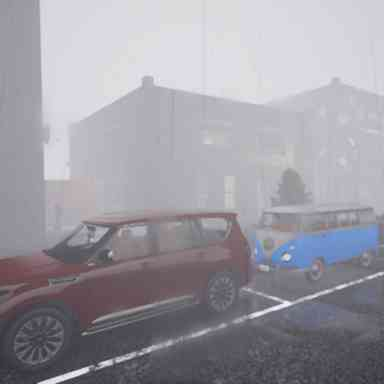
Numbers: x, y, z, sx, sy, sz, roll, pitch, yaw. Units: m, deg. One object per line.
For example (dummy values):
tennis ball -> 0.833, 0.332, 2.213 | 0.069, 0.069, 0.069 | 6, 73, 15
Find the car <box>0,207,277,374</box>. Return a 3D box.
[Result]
car -> -1.117, 1.280, 5.772 | 5.009, 1.841, 2.192 | -1, 0, -36

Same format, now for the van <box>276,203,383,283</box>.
van -> 3.397, 1.221, 8.998 | 3.998, 1.788, 1.690 | -1, 0, -36
